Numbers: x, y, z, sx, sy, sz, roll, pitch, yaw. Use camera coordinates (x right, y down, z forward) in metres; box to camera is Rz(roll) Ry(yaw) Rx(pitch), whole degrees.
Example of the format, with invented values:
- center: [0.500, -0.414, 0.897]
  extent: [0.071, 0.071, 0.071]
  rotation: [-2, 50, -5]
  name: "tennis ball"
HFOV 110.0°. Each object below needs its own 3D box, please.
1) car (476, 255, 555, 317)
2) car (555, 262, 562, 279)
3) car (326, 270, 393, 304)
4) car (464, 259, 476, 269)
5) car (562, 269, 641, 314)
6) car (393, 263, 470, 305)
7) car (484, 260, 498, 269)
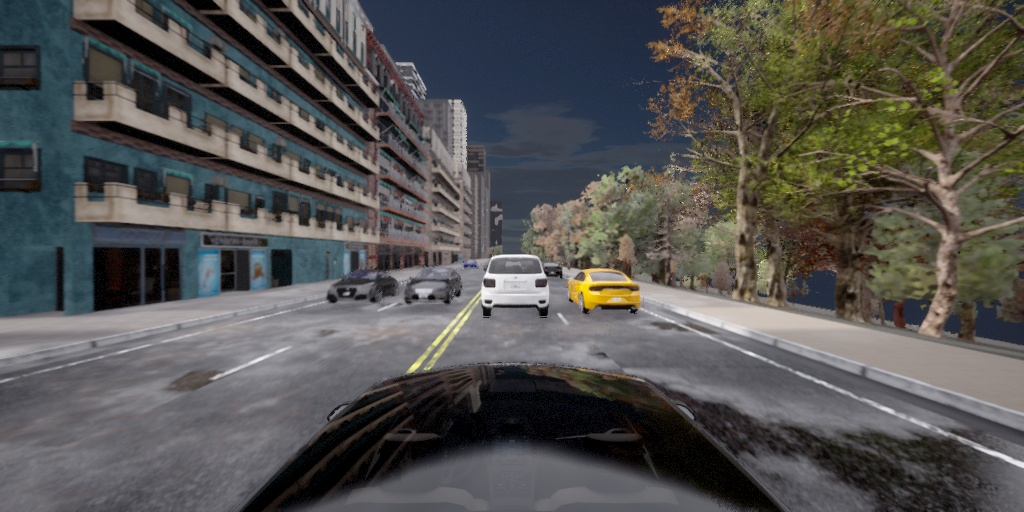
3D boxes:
- center: [0.101, 0.974, 13.286]
  extent: [2.150, 2.045, 5.566]
  rotation: [0, 0, 0]
  name: "car"
- center: [3.353, 1.237, 32.255]
  extent: [1.882, 1.535, 5.008]
  rotation: [0, 0, 0]
  name: "car"
- center: [-6.600, 1.317, 16.301]
  extent: [1.994, 1.385, 4.181]
  rotation: [0, 0, 0]
  name: "car"
- center: [-6.555, 1.251, 57.011]
  extent: [1.882, 1.535, 5.008]
  rotation: [0, 0, 0]
  name: "car"
- center: [3.351, 1.230, 13.916]
  extent: [1.882, 1.535, 5.008]
  rotation: [0, 0, 0]
  name: "car"
- center: [-3.349, 1.245, 16.010]
  extent: [2.128, 1.511, 4.902]
  rotation: [0, 0, 0]
  name: "car"
- center: [-3.305, 1.337, 57.046]
  extent: [1.994, 1.385, 4.181]
  rotation: [0, 0, 0]
  name: "car"
